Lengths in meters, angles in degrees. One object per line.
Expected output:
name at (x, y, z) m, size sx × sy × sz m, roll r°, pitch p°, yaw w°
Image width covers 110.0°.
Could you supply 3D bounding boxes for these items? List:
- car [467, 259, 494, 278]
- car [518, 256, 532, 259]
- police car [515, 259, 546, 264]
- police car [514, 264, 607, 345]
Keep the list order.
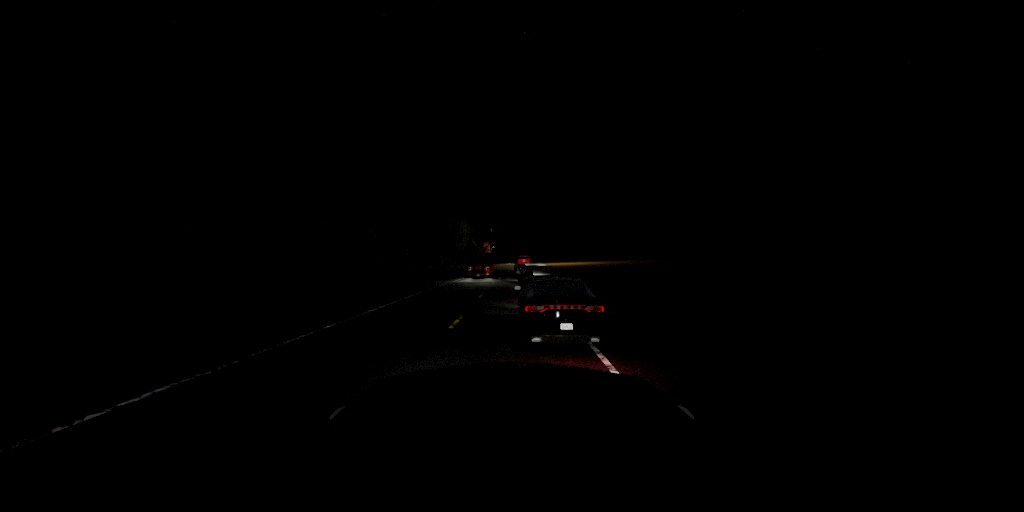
car at (-2.825, 1.101, 33.148) m, size 2.097 × 1.767 × 4.553 m, roll 0°, pitch 0°, yaw 2°
car at (2.087, 0.956, 59.913) m, size 2.150 × 2.045 × 5.566 m, roll 0°, pitch 0°, yaw 4°
police car at (1.268, 1.176, 19.566) m, size 1.930 × 1.638 × 5.238 m, roll 0°, pitch 0°, yaw 1°
police car at (1.098, 1.175, 9.601) m, size 1.930 × 1.638 × 5.238 m, roll 0°, pitch 0°, yaw 1°
